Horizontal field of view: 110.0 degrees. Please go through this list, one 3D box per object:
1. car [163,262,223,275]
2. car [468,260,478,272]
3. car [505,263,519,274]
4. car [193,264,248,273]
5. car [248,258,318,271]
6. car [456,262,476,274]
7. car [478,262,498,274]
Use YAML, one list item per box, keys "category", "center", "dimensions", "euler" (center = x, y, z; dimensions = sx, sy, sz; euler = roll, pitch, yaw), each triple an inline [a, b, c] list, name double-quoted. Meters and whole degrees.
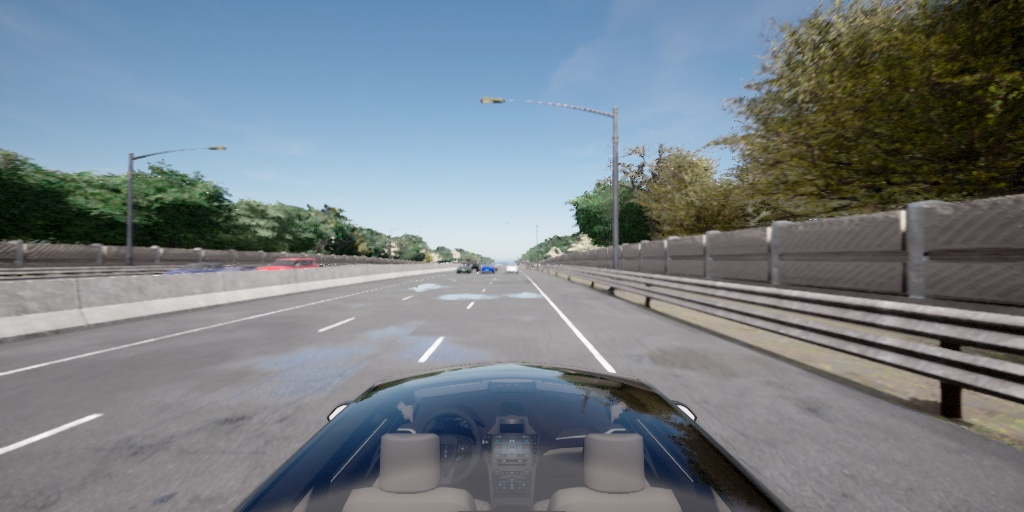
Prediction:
- category: "car"
  center: [-24.579, 1.307, 28.060]
  dimensions: [2.097, 1.767, 4.553]
  euler: [0, -1, 0]
- category: "car"
  center: [-6.989, 1.837, 65.063]
  dimensions: [2.150, 2.045, 5.566]
  euler: [0, -1, 0]
- category: "car"
  center: [-0.001, 1.892, 53.108]
  dimensions: [1.812, 1.442, 4.674]
  euler: [0, -1, 0]
- category: "car"
  center: [-21.084, 1.501, 27.759]
  dimensions: [2.033, 1.411, 5.357]
  euler: [0, -1, 0]
- category: "car"
  center: [-17.584, 1.185, 28.431]
  dimensions: [2.150, 2.045, 5.566]
  euler: [0, -1, 0]
- category: "car"
  center: [-7.001, 1.930, 53.114]
  dimensions: [1.994, 1.385, 4.181]
  euler: [0, -1, 0]
- category: "car"
  center: [-3.501, 1.836, 52.692]
  dimensions: [1.882, 1.535, 5.008]
  euler: [0, -1, 0]
